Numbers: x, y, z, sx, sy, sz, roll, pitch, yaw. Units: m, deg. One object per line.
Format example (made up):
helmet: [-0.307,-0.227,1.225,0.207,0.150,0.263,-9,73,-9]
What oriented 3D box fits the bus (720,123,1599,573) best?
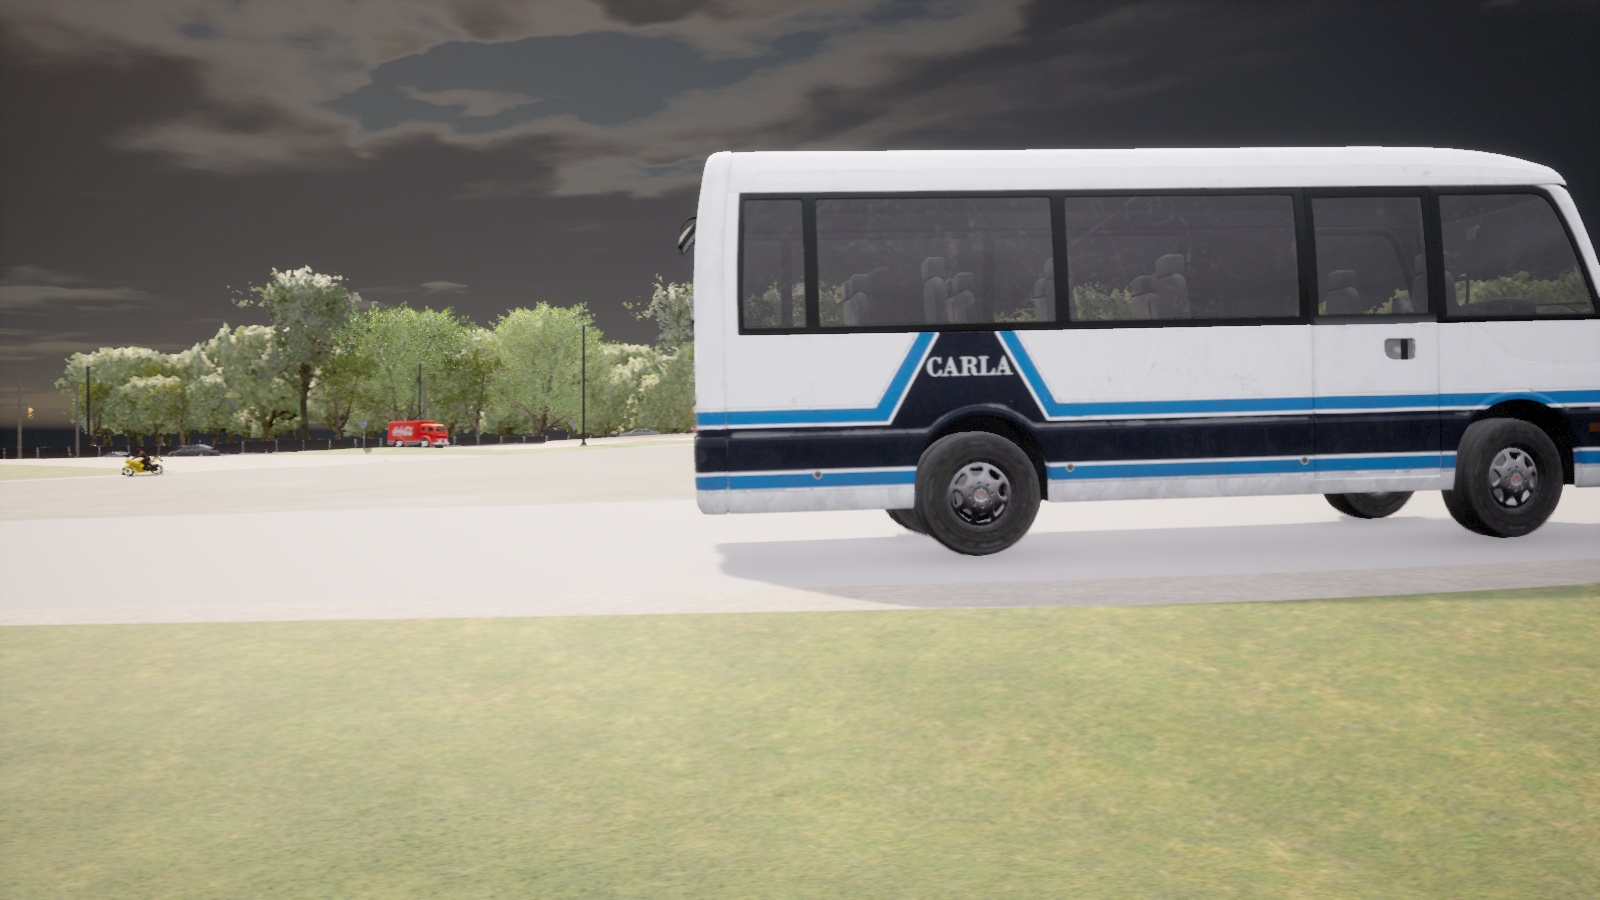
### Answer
bus: [4.326,-1.109,14.301,10.273,4.253,3.944,-1,2,-5]

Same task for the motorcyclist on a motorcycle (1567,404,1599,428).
motorcyclist on a motorcycle: [49.931,-2.138,79.576,2.191,1.530,0.866,0,1,-4]

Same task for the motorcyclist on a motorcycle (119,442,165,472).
motorcyclist on a motorcycle: [-35.544,0.375,67.810,2.044,1.523,0.797,-4,2,-34]
